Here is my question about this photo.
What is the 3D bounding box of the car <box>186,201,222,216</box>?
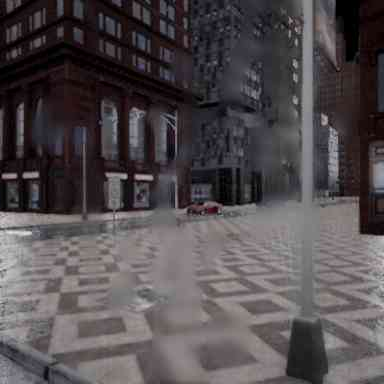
[{"bbox_3d":[1.358,1.682,35.176,1.882,1.535,5.008,0,0,36],"label":"car"}]

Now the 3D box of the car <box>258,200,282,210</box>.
[{"bbox_3d":[11.626,1.840,49.407,2.033,1.411,5.357,0,0,36],"label":"car"}]
